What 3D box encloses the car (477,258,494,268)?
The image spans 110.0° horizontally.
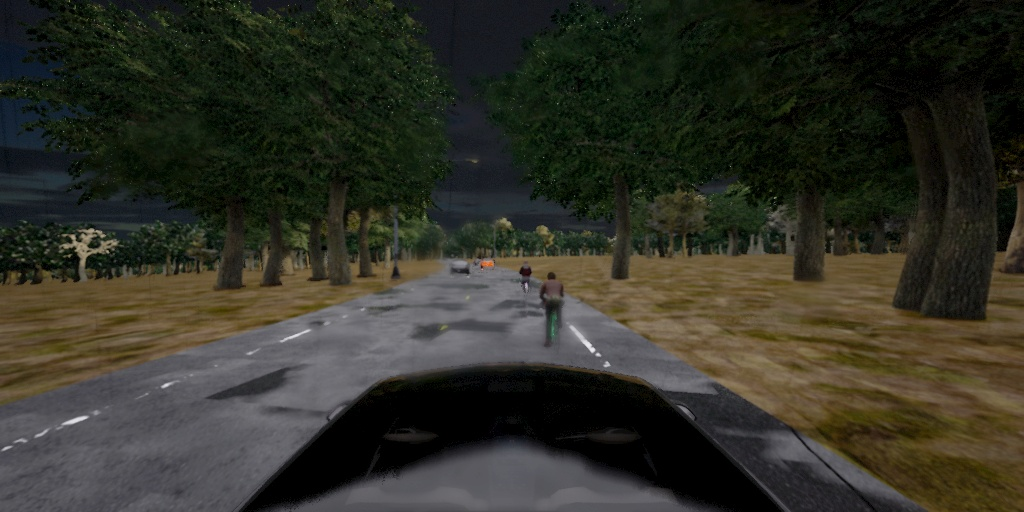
[{"bbox_3d":[-4.194,1.093,58.748,2.097,1.767,4.553,0,0,-8],"label":"car"}]

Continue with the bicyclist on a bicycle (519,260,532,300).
[{"bbox_3d":[0.625,1.071,16.446,0.659,1.776,1.843,0,0,-2],"label":"bicyclist on a bicycle"}]

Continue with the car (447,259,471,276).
[{"bbox_3d":[-5.309,1.177,37.012,1.882,1.535,5.008,0,0,-5],"label":"car"}]

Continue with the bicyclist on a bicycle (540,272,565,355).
[{"bbox_3d":[0.877,1.177,7.679,0.582,1.620,1.656,0,0,-1],"label":"bicyclist on a bicycle"}]
